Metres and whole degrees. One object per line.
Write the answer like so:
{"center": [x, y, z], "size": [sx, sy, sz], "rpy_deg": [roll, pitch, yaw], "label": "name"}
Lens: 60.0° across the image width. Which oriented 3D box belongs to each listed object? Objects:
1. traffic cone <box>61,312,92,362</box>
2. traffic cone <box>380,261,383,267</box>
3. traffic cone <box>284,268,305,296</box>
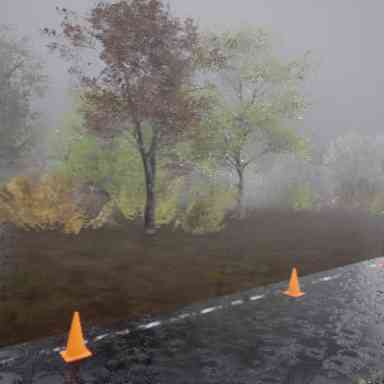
{"center": [-1.622, 1.979, 4.667], "size": [0.340, 0.580, 0.340], "rpy_deg": [1, -1, -36], "label": "traffic cone"}
{"center": [6.253, 2.083, 10.647], "size": [0.340, 0.580, 0.340], "rpy_deg": [1, -1, -38], "label": "traffic cone"}
{"center": [2.346, 2.032, 7.616], "size": [0.340, 0.580, 0.340], "rpy_deg": [1, -1, -37], "label": "traffic cone"}
